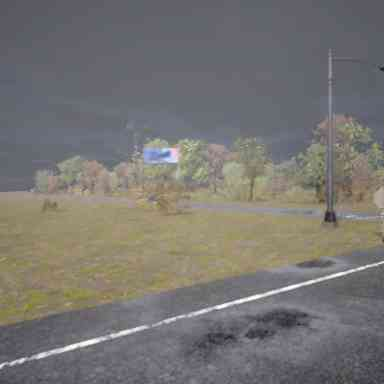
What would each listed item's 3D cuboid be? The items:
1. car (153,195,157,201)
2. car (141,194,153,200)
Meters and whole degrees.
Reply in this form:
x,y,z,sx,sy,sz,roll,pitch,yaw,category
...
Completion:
x,y,z,sx,sy,sz,roll,pitch,yaw,category
-4.819,1.176,60.215,1.812,1.442,4.674,0,0,-33,car
-8.880,1.137,66.216,1.837,1.490,4.892,0,0,-34,car
